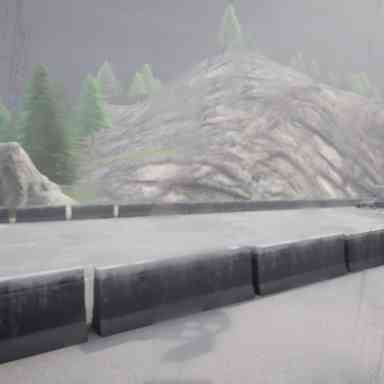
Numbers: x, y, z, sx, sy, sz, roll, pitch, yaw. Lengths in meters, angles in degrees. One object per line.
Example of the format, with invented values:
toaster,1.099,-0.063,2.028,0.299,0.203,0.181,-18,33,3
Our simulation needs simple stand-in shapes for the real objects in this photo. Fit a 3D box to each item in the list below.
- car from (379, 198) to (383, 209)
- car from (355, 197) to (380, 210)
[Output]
car,23.485,1.427,37.375,4.718,1.301,1.895,0,0,-35
car,22.100,1.356,40.671,5.357,1.411,2.033,0,0,-35
